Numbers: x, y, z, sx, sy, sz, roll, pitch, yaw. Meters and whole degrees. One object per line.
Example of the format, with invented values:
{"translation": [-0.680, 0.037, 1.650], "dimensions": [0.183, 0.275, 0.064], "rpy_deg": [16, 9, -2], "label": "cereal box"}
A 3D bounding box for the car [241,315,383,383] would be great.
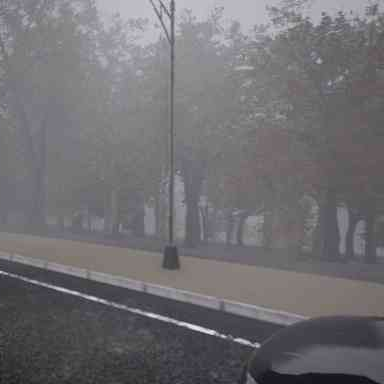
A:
{"translation": [2.613, 1.489, 1.822], "dimensions": [4.902, 1.511, 2.128], "rpy_deg": [0, 0, 36], "label": "car"}
